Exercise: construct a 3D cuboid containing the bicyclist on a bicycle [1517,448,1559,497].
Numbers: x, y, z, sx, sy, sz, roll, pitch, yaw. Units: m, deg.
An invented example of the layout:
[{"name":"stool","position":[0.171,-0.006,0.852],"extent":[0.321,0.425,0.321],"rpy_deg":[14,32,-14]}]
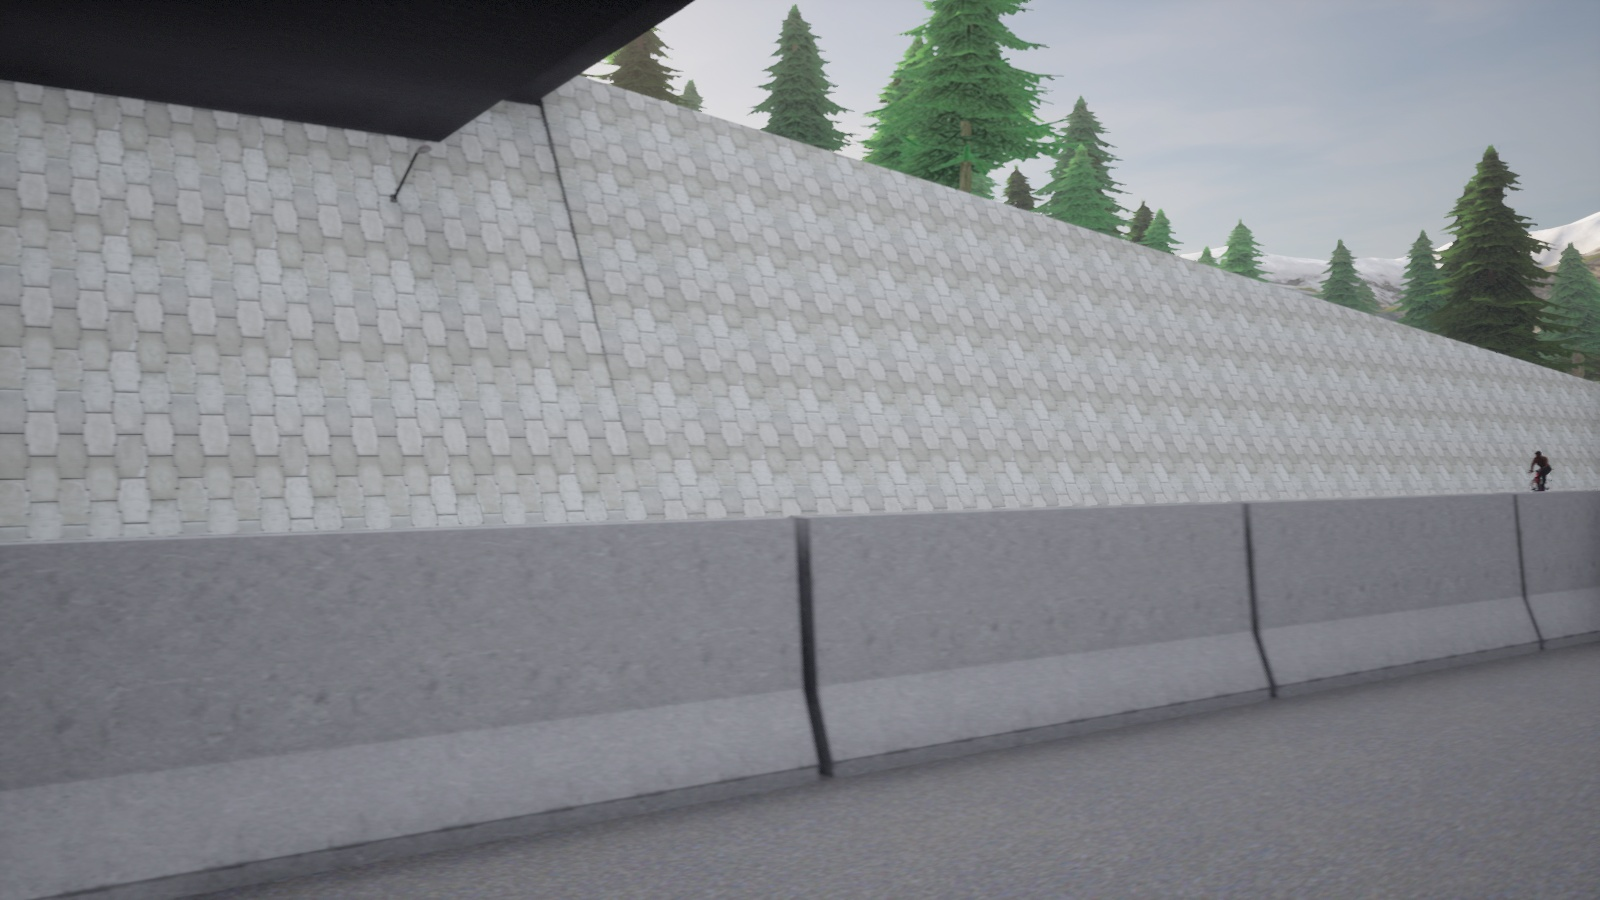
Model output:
[{"name":"bicyclist on a bicycle","position":[24.837,0.749,42.266],"extent":[1.656,1.620,0.582],"rpy_deg":[-1,0,-35]}]
